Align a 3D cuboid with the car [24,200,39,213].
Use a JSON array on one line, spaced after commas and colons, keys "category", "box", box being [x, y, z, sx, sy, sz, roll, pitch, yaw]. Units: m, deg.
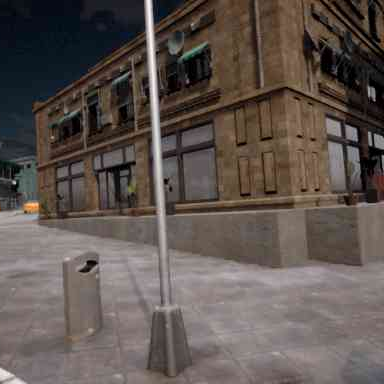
[{"category": "car", "box": [-21.849, 1.892, 45.588, 2.097, 1.767, 4.553, -2, -1, -27]}]
